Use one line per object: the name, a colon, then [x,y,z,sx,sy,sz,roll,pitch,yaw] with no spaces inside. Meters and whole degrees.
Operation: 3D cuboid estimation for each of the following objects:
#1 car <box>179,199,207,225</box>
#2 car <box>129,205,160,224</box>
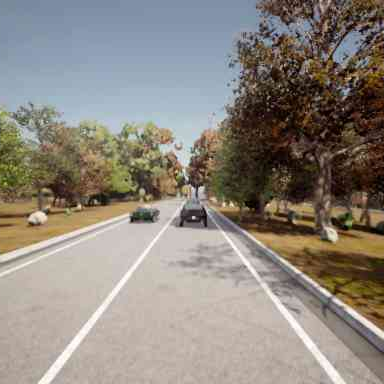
car: [0.104,1.536,24.396,1.882,1.535,5.008,0,0,0]
car: [-3.593,1.662,25.864,1.895,1.301,4.718,0,0,0]
